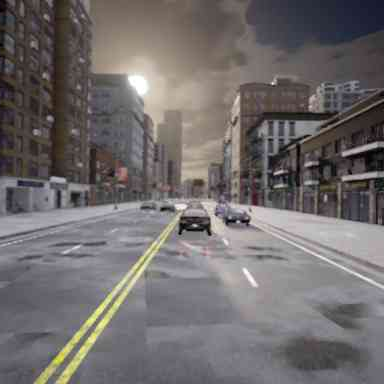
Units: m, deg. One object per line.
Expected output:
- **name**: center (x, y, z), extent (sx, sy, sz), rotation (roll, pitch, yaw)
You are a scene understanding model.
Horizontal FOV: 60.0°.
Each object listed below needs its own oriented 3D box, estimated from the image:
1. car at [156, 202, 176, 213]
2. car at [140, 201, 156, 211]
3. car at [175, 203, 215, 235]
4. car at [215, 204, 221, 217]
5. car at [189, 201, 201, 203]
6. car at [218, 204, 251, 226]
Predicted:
- **car**: center (-3.102, 2.030, 43.220), extent (1.895, 1.301, 4.718), rotation (1, -1, 1)
- **car**: center (-6.298, 2.002, 48.573), extent (1.994, 1.385, 4.181), rotation (1, -1, 1)
- **car**: center (0.177, 1.710, 20.685), extent (1.882, 1.535, 5.008), rotation (1, 0, 0)
- **car**: center (3.494, 2.020, 37.863), extent (2.033, 1.411, 5.357), rotation (1, -1, 1)
- **car**: center (0.310, 1.782, 38.493), extent (2.097, 1.767, 4.553), rotation (1, -1, 0)
- **car**: center (3.436, 1.949, 26.701), extent (1.895, 1.301, 4.718), rotation (1, -1, 1)
